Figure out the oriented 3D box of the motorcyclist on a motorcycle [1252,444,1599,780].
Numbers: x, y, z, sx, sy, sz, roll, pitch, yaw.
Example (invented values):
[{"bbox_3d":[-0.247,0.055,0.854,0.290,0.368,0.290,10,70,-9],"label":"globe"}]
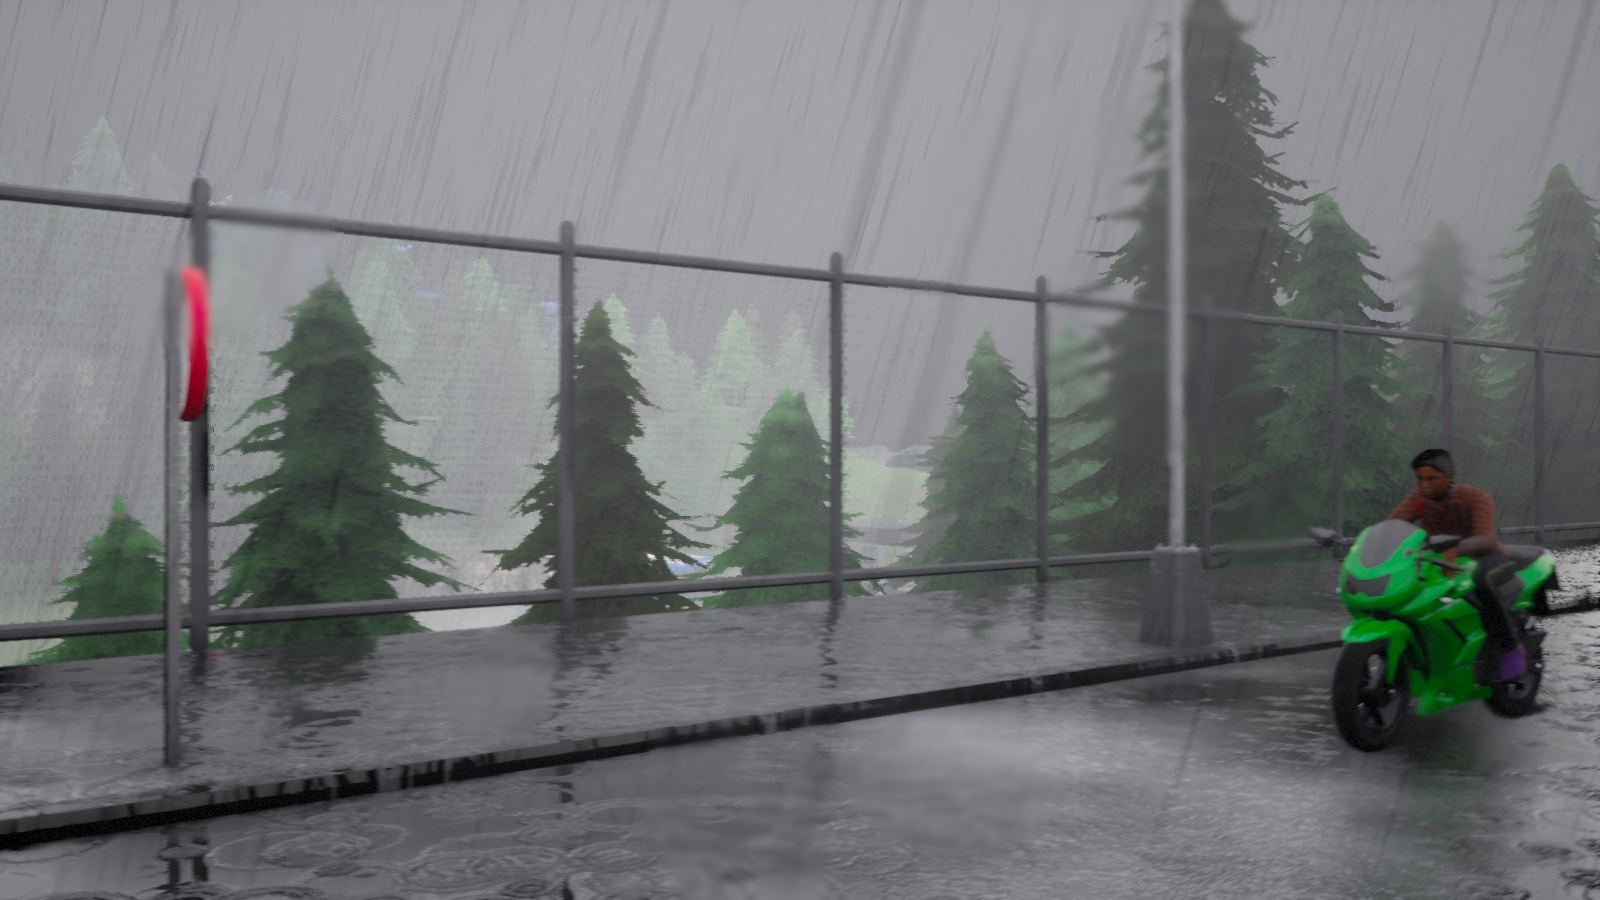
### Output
[{"bbox_3d":[3.349,0.736,6.598,2.044,1.523,0.797,0,0,-35],"label":"motorcyclist on a motorcycle"}]
